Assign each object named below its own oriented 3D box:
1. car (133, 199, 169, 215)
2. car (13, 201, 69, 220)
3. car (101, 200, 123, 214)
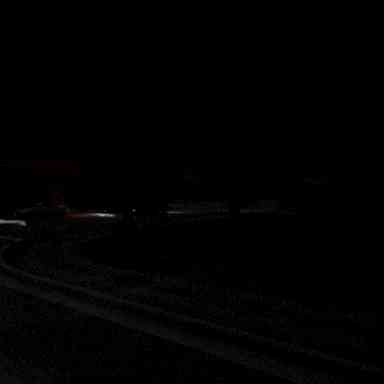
[{"bbox_3d":[-4.372,1.519,34.641,1.837,1.490,4.892,0,0,34],"label":"car"},{"bbox_3d":[-12.876,1.543,28.604,1.812,1.442,4.674,0,0,34],"label":"car"},{"bbox_3d":[-7.454,1.564,36.671,2.033,1.411,5.357,0,0,34],"label":"car"}]
